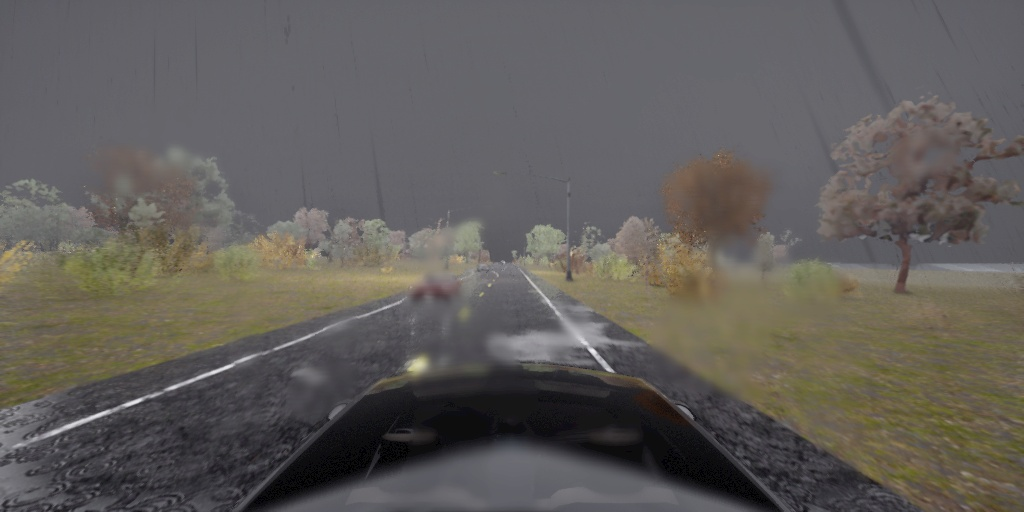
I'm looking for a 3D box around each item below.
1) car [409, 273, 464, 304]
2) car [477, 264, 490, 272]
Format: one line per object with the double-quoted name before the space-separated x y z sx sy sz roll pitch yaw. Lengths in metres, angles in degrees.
"car" -3.606 1.534 17.785 1.895 1.301 4.718 0 -1 0
"car" -4.781 1.997 59.389 1.994 1.385 4.181 0 -1 -6
